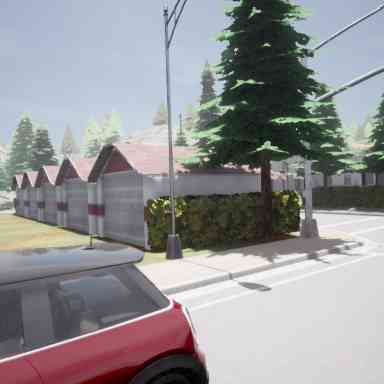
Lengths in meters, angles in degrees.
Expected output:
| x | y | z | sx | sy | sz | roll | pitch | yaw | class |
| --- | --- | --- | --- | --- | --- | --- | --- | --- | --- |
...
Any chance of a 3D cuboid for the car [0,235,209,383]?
| x | y | z | sx | sy | sz | roll | pitch | yaw | class |
| --- | --- | --- | --- | --- | --- | --- | --- | --- | --- |
| -2.127 | 1.357 | 2.481 | 4.553 | 1.767 | 2.097 | -2 | 1 | -36 | car |
